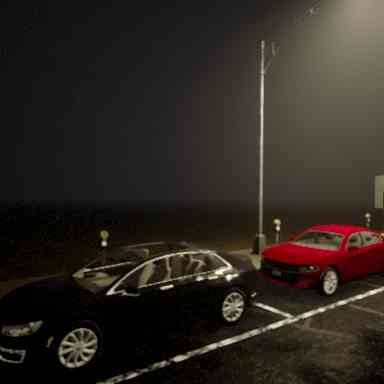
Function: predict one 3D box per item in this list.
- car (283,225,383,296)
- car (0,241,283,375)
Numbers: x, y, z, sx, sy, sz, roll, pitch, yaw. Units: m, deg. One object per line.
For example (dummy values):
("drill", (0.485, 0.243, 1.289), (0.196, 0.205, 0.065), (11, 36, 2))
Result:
("car", (3.723, 1.583, 8.742), (4.507, 1.381, 1.887), (0, 0, -35))
("car", (-0.784, 1.562, 5.528), (4.403, 1.369, 2.008), (0, 0, -35))
